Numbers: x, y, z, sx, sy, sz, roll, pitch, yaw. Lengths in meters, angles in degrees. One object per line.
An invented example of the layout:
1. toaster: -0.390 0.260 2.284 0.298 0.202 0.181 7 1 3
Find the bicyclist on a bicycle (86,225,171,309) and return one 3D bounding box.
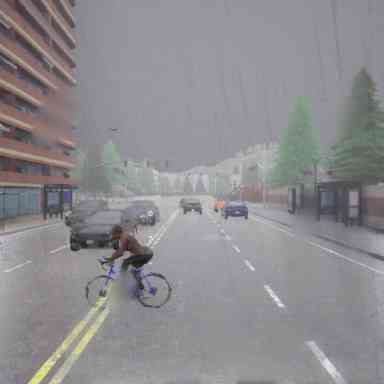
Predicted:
1. bicyclist on a bicycle: -1.240 1.455 6.375 1.656 1.620 0.582 -2 0 0

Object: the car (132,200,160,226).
1. car: -3.482 1.393 23.405 2.097 1.767 4.553 0 0 0

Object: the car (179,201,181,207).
1. car: -0.682 1.533 47.607 2.033 1.411 5.357 0 0 -9

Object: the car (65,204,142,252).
1. car: -3.578 1.477 14.176 1.882 1.535 5.008 0 0 0

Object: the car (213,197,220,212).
1. car: 3.607 1.352 38.062 2.097 1.767 4.553 0 0 0

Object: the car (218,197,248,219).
1. car: 3.618 1.478 28.842 1.882 1.535 5.008 0 0 0

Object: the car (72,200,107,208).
1. car: -6.988 1.351 22.833 2.097 1.767 4.553 0 0 0

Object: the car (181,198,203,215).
1. car: 0.092 1.505 34.654 1.837 1.490 4.892 0 0 0
